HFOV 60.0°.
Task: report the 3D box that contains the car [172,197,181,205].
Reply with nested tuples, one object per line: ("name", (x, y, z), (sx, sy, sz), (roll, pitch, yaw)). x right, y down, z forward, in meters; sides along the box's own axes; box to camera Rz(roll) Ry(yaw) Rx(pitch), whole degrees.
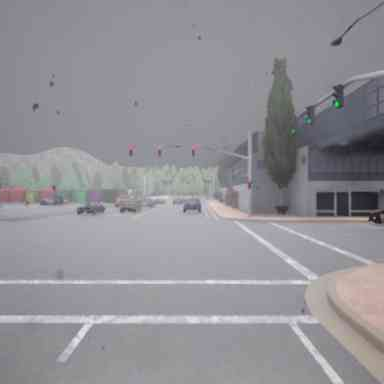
("car", (-2.877, 1.872, 67.234), (1.994, 1.385, 4.181), (0, 0, 2))

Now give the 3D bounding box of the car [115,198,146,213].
("car", (-7.172, 1.729, 39.529), (2.033, 1.411, 5.357), (0, 0, 1))

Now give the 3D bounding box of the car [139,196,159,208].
("car", (-6.863, 1.726, 51.204), (2.128, 1.511, 4.902), (0, 0, 2))

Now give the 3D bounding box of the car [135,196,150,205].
("car", (-9.895, 1.642, 66.959), (2.097, 1.767, 4.553), (0, 0, 2))

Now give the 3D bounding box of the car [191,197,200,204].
("car", (0.864, 1.875, 76.261), (2.128, 1.511, 4.902), (0, 0, 2))

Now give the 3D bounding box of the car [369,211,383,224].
("car", (14.943, 1.672, 23.610), (4.181, 1.385, 1.994), (0, 0, 0))

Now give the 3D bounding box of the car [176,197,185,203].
("car", (-2.617, 1.823, 77.027), (1.994, 1.385, 4.181), (0, 0, 2))

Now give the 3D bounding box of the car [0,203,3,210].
("car", (-24.903, 1.340, 39.703), (3.866, 1.878, 1.905), (0, 0, 0))

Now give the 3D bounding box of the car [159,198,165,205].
("car", (-6.415, 1.865, 65.969), (1.994, 1.385, 4.181), (0, 0, 2))

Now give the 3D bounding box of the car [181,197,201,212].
("car", (0.067, 1.541, 41.269), (2.097, 1.767, 4.553), (0, 0, 1))

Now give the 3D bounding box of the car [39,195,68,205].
("car", (-24.923, 1.430, 59.326), (3.866, 1.878, 1.905), (0, 0, 0))

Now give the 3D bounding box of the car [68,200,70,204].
("car", (-24.909, 1.682, 62.220), (3.806, 1.475, 1.970), (0, 0, 0))

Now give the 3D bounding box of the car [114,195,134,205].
("car", (-10.353, 1.461, 51.534), (2.150, 2.045, 5.566), (0, -1, 2))

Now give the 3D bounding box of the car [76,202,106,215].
("car", (-10.740, 1.765, 35.625), (1.895, 1.301, 4.718), (0, 0, 1))
